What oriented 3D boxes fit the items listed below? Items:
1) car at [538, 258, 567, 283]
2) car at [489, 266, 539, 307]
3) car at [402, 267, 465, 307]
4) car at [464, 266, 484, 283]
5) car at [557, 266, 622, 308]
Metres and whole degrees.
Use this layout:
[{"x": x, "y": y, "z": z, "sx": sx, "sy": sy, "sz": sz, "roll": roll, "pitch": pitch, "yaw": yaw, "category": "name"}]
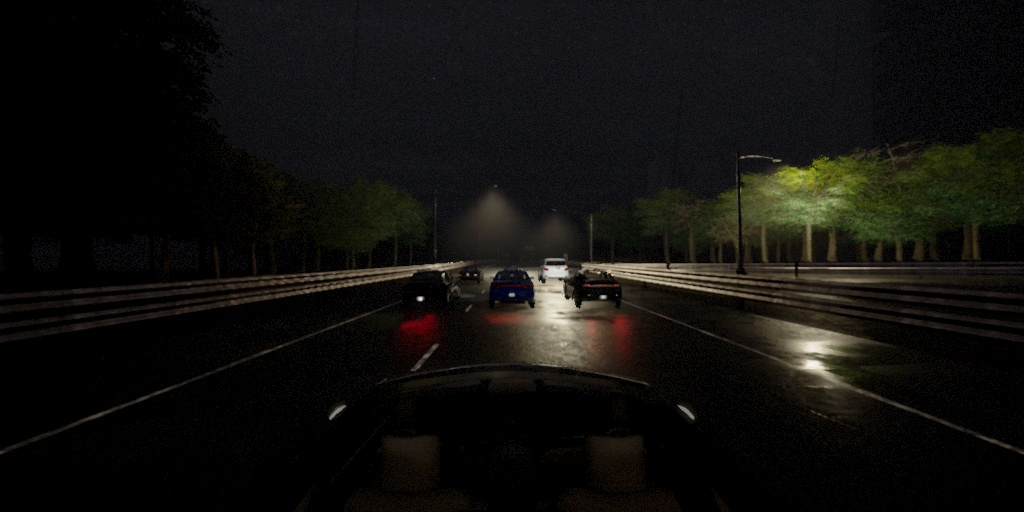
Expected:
[{"x": 3.496, "y": 1.229, "z": 30.868, "sx": 2.150, "sy": 2.045, "sz": 5.566, "roll": 0, "pitch": 0, "yaw": 0, "category": "car"}, {"x": 0.004, "y": 1.362, "z": 16.316, "sx": 1.882, "sy": 1.535, "sz": 5.008, "roll": 0, "pitch": 0, "yaw": 0, "category": "car"}, {"x": -3.498, "y": 1.391, "z": 16.156, "sx": 1.837, "sy": 1.490, "sz": 4.892, "roll": 0, "pitch": 0, "yaw": 0, "category": "car"}, {"x": -3.504, "y": 1.560, "z": 30.839, "sx": 2.033, "sy": 1.411, "sz": 5.357, "roll": 0, "pitch": 0, "yaw": 0, "category": "car"}, {"x": 3.503, "y": 1.375, "z": 16.147, "sx": 2.128, "sy": 1.511, "sz": 4.902, "roll": 0, "pitch": 0, "yaw": 0, "category": "car"}]
